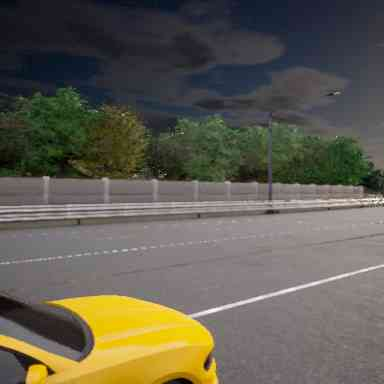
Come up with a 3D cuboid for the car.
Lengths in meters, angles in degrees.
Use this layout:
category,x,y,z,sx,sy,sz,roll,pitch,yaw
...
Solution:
category,x,y,z,sx,sy,sz,roll,pitch,yaw
car,-2.053,1.473,2.405,5.008,1.535,1.882,0,0,-36
